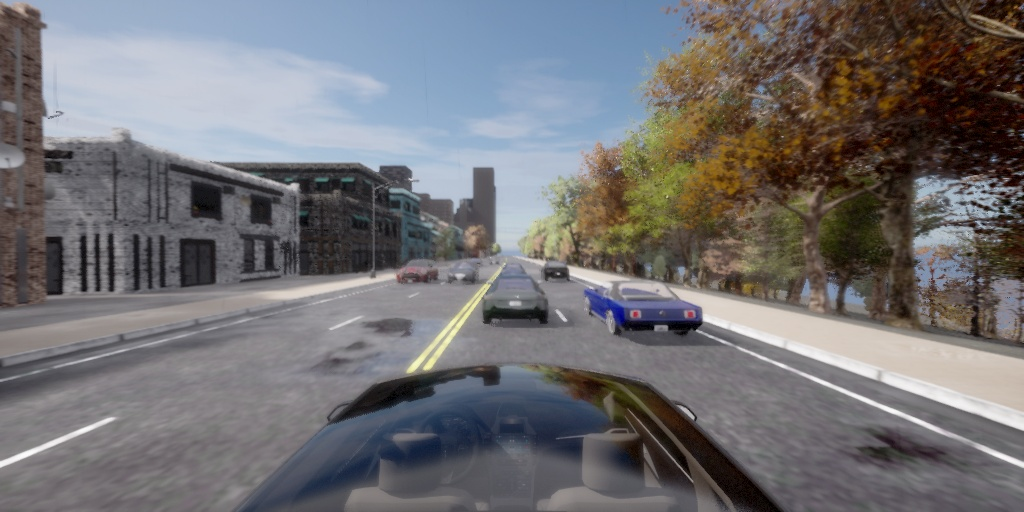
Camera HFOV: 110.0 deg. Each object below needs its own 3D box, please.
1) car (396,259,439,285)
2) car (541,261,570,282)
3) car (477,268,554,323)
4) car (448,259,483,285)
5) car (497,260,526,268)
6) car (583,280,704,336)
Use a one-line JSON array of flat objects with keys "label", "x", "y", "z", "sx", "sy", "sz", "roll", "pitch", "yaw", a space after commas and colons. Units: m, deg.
[{"label": "car", "x": -6.592, "y": 1.024, "z": 25.501, "sx": 2.097, "sy": 1.767, "sz": 4.553, "roll": 0, "pitch": 0, "yaw": 0}, {"label": "car", "x": 3.355, "y": 1.143, "z": 28.404, "sx": 1.882, "sy": 1.535, "sz": 5.008, "roll": 0, "pitch": 0, "yaw": 0}, {"label": "car", "x": 0.099, "y": 1.281, "z": 11.946, "sx": 1.994, "sy": 1.385, "sz": 4.181, "roll": 0, "pitch": 0, "yaw": 0}, {"label": "car", "x": -3.343, "y": 1.164, "z": 25.557, "sx": 2.128, "sy": 1.511, "sz": 4.902, "roll": 0, "pitch": 0, "yaw": 0}, {"label": "car", "x": 0.104, "y": 1.231, "z": 27.554, "sx": 1.994, "sy": 1.385, "sz": 4.181, "roll": 0, "pitch": 0, "yaw": 0}, {"label": "car", "x": 3.349, "y": 1.324, "z": 10.244, "sx": 1.895, "sy": 1.301, "sz": 4.718, "roll": 0, "pitch": 0, "yaw": 0}]
